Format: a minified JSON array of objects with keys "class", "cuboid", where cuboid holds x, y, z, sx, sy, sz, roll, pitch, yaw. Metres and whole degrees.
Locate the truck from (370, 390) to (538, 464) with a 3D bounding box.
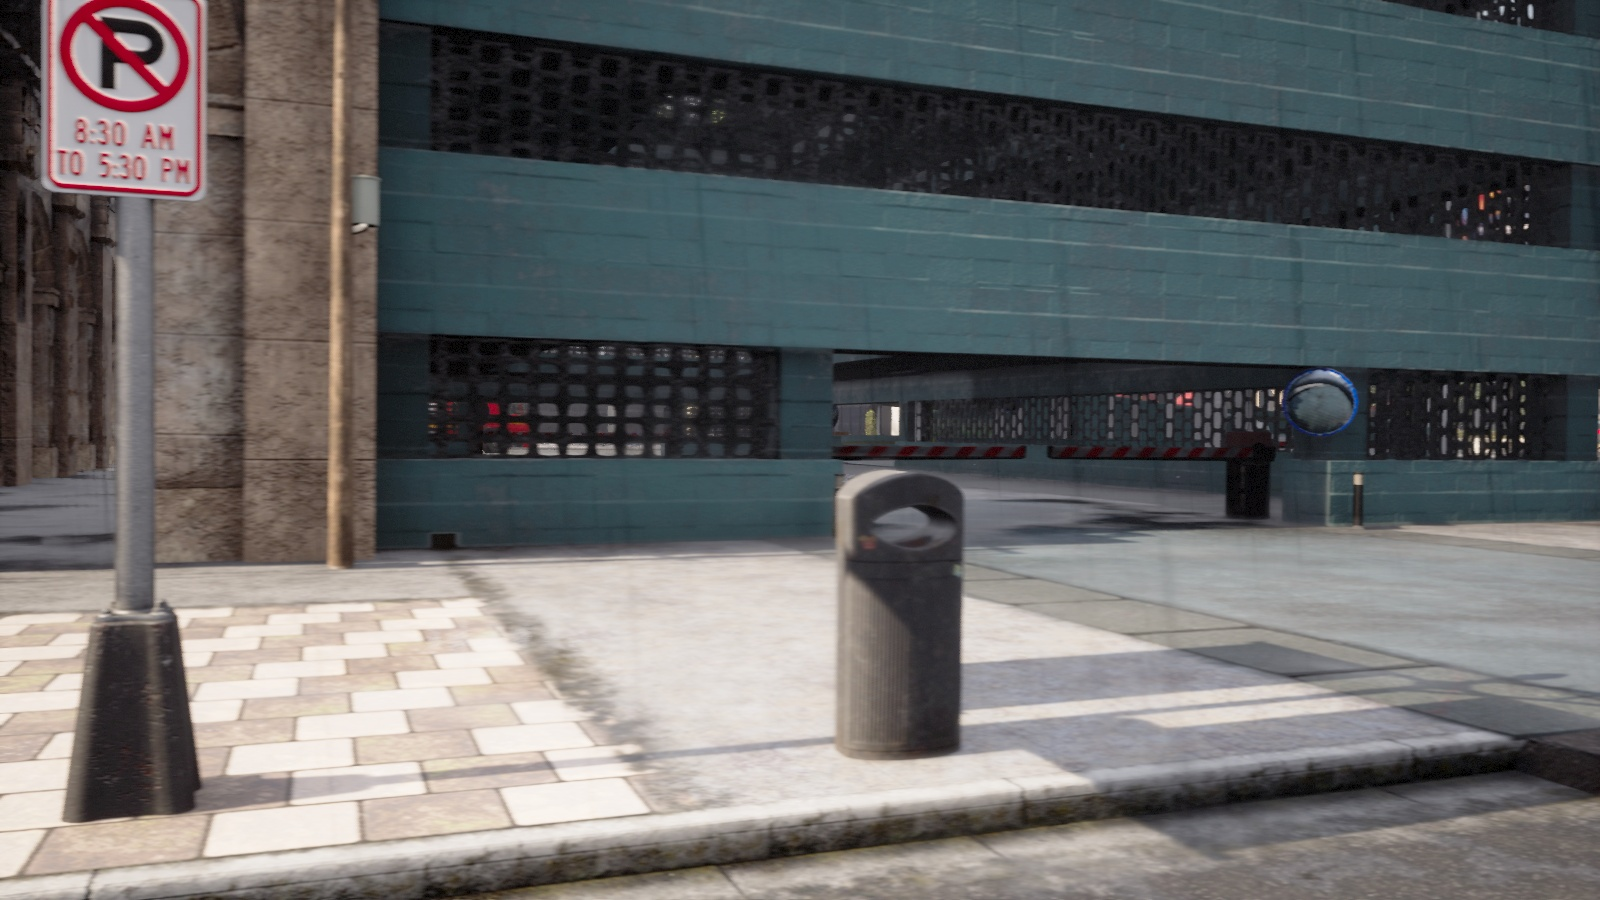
[{"class":"truck","cuboid":[-18.750,-1.271,68.026,8.468,3.827,2.891,-1,1,-21]}]
